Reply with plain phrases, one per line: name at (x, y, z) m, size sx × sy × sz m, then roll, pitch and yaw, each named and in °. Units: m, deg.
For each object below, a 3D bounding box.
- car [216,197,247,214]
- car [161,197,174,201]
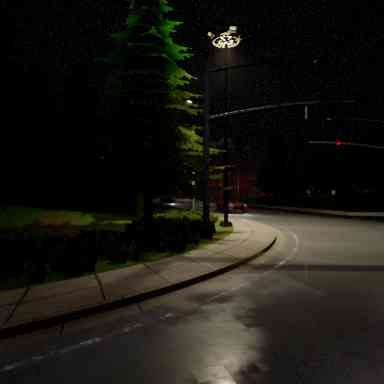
car at (4.250, 1.350, 35.937) m, size 2.097 × 1.767 × 4.553 m, roll 0°, pitch 0°, yaw -15°
car at (-4.935, 1.599, 67.285) m, size 1.895 × 1.301 × 4.718 m, roll 0°, pitch 0°, yaw -17°
